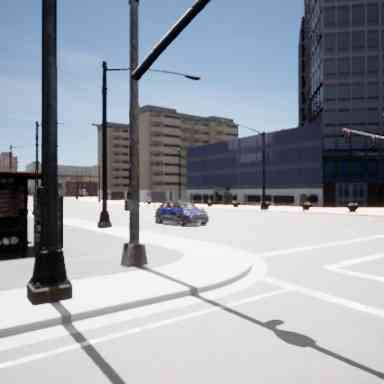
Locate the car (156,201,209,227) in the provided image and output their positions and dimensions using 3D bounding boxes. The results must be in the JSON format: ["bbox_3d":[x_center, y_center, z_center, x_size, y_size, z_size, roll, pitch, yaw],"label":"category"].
[{"bbox_3d":[-0.783,1.427,24.079,2.097,1.767,4.553,0,-1,-35],"label":"car"}]
